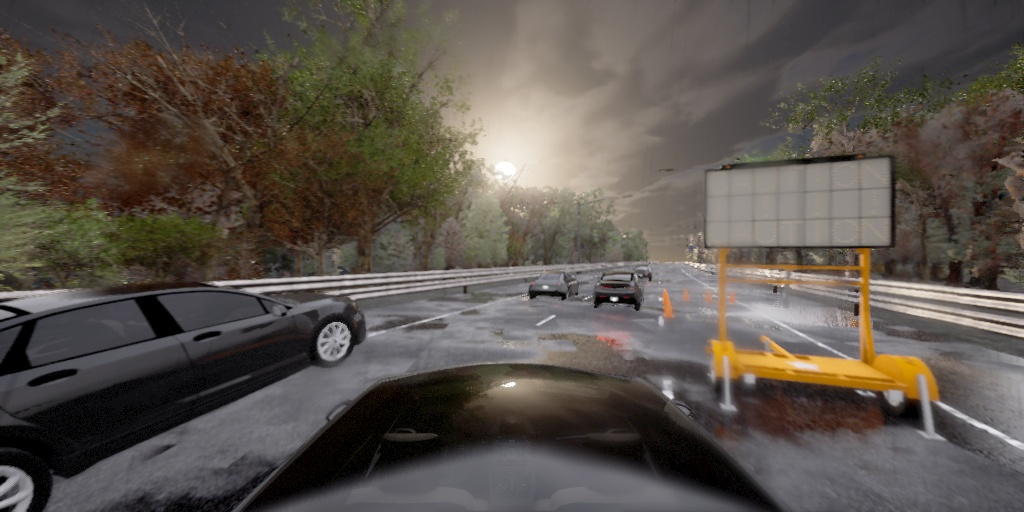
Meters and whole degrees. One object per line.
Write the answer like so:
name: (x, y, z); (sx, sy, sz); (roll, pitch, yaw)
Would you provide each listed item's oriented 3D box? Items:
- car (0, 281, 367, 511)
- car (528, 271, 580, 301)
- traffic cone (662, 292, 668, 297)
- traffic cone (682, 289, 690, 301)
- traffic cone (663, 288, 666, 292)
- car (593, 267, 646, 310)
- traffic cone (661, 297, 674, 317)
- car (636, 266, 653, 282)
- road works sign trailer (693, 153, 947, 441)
car: (-3.797, 1.032, 3.812); (1.837, 1.490, 4.892); (-2, 6, 21)
car: (2.341, 1.496, 19.110); (1.994, 1.385, 4.181); (0, -1, 21)
traffic cone: (6.317, 1.877, 14.630); (0.340, 0.580, 0.340); (0, 0, 22)
traffic cone: (8.731, 1.926, 17.972); (0.340, 0.580, 0.340); (0, 0, 22)
traffic cone: (7.060, 1.899, 16.486); (0.340, 0.580, 0.340); (0, 0, 22)
car: (4.846, 1.428, 16.052); (1.837, 1.490, 4.892); (0, -1, 22)
traffic cone: (5.574, 1.854, 12.773); (0.340, 0.580, 0.340); (0, 0, 22)
car: (13.204, 1.694, 36.402); (1.812, 1.442, 4.674); (0, 0, 23)
road works sign trailer: (4.360, 0.287, 5.714); (2.380, 3.560, 2.880); (0, 0, 22)
